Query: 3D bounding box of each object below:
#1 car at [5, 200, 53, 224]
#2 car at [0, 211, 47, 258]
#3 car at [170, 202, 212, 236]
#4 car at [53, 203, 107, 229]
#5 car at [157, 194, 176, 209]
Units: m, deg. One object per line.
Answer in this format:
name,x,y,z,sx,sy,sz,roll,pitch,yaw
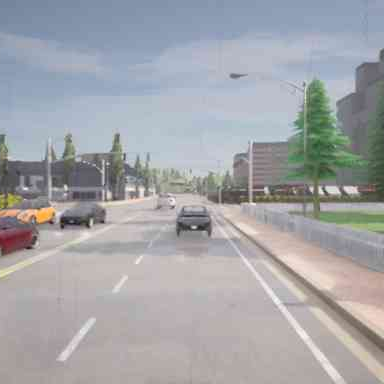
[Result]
car,-10.570,1.351,21.436,2.097,1.767,4.553,0,0,0
car,-7.085,1.563,11.635,1.994,1.385,4.181,0,0,1
car,0.102,1.490,18.495,2.128,1.511,4.902,0,0,0
car,-7.068,1.476,22.020,1.882,1.535,5.008,0,0,0
car,-3.405,1.217,44.487,2.150,2.045,5.566,0,0,0
